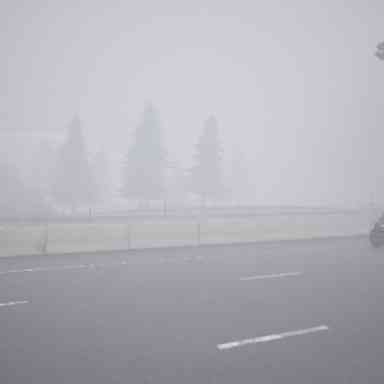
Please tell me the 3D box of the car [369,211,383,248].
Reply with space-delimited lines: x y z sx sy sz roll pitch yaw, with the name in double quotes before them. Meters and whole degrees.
"car" 10.053 1.562 14.493 4.553 1.767 2.097 0 -1 -22
